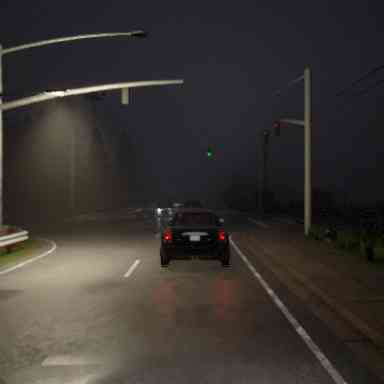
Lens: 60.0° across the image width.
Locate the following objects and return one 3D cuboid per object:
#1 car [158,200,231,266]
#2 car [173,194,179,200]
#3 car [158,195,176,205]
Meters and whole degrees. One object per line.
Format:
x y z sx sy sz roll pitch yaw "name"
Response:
0.094 1.335 11.635 2.097 1.767 4.553 0 0 0 "car"
-3.520 1.262 61.135 2.097 1.767 4.553 0 0 1 "car"
-3.568 1.459 45.277 1.812 1.442 4.674 0 0 0 "car"
